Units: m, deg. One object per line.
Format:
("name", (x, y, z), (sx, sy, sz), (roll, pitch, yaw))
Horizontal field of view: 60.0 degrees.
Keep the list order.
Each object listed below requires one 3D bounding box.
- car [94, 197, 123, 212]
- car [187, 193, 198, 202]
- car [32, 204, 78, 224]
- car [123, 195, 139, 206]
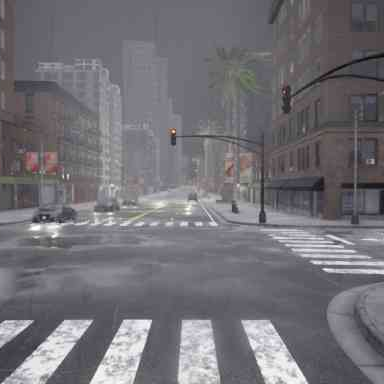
("car", (-9.814, 1.342, 38.521), (2.097, 1.767, 4.553), (0, 0, 0))
("car", (0.123, 1.163, 71.965), (2.150, 2.045, 5.566), (0, 0, 0))
("car", (-9.832, 1.545, 24.111), (1.994, 1.385, 4.181), (0, -1, 0))
("car", (-9.787, 1.329, 53.030), (2.097, 1.767, 4.553), (0, 0, 0))
